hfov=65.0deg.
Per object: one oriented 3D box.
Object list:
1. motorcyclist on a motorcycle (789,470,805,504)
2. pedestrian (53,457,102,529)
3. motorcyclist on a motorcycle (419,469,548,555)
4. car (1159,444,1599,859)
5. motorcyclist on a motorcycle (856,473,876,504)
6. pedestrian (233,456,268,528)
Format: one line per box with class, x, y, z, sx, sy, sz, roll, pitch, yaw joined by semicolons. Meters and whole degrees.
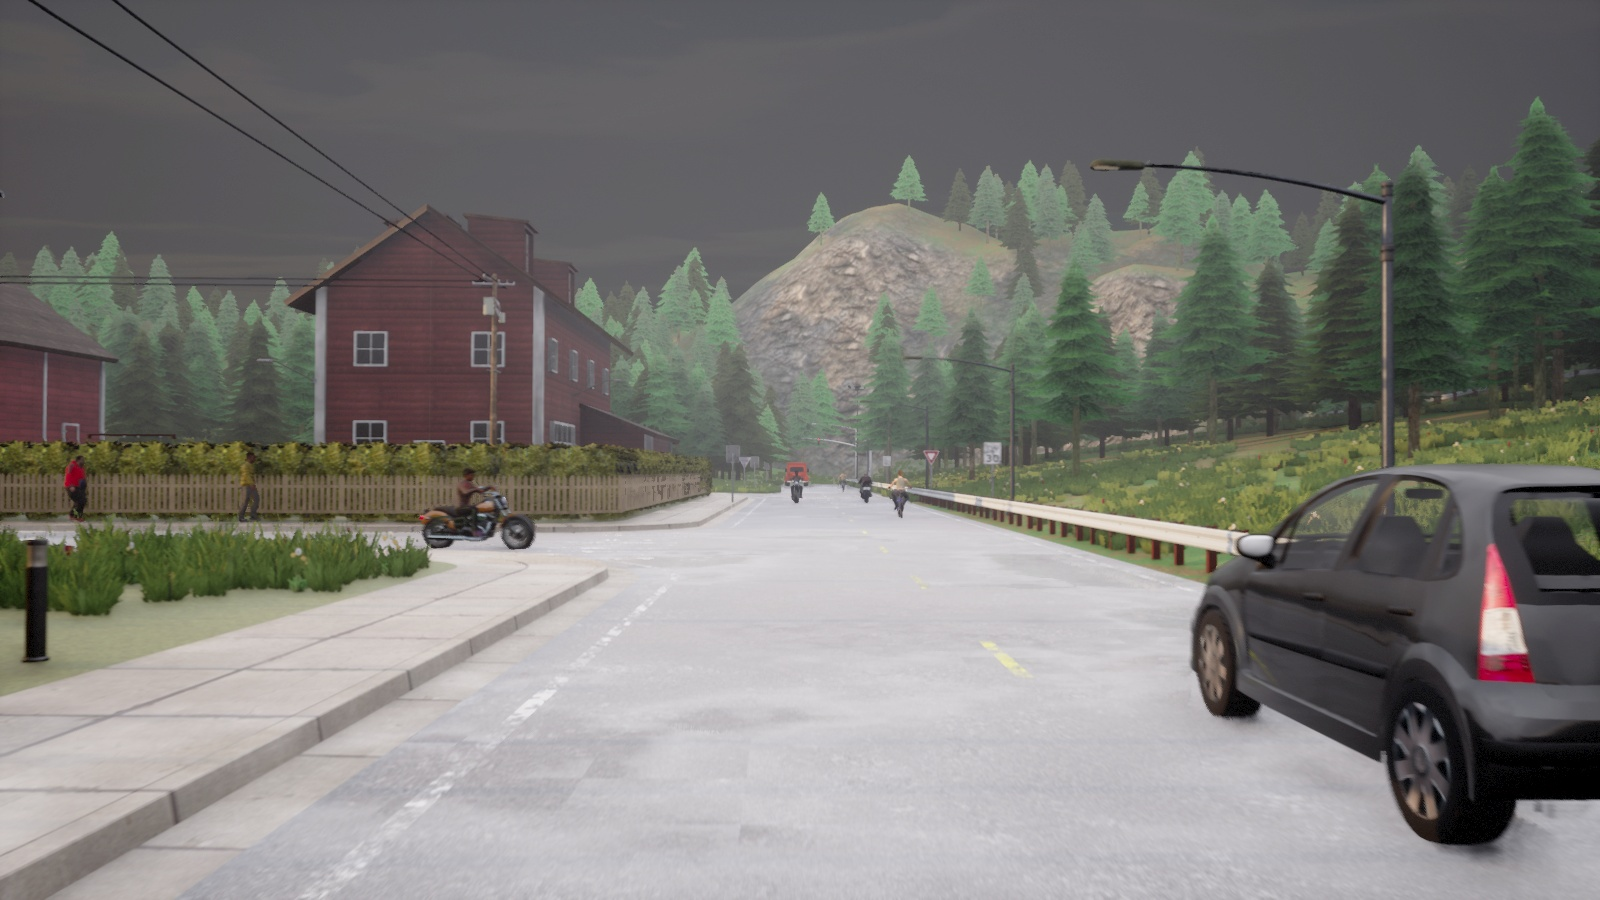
motorcyclist on a motorcycle;-0.151;1.825;62.011;0.766;1.649;2.350;0;-1;0
pedestrian;-18.745;1.102;32.577;0.899;1.844;0.634;0;-1;-1
motorcyclist on a motorcycle;-6.229;1.214;24.784;2.350;1.649;0.766;0;0;8
car;3.483;0.817;6.908;1.851;1.617;3.988;0;-1;0
motorcyclist on a motorcycle;3.345;1.927;63.867;0.866;1.530;2.191;0;-1;0
pedestrian;-14.250;1.084;32.591;0.709;1.840;0.431;0;-1;-2
